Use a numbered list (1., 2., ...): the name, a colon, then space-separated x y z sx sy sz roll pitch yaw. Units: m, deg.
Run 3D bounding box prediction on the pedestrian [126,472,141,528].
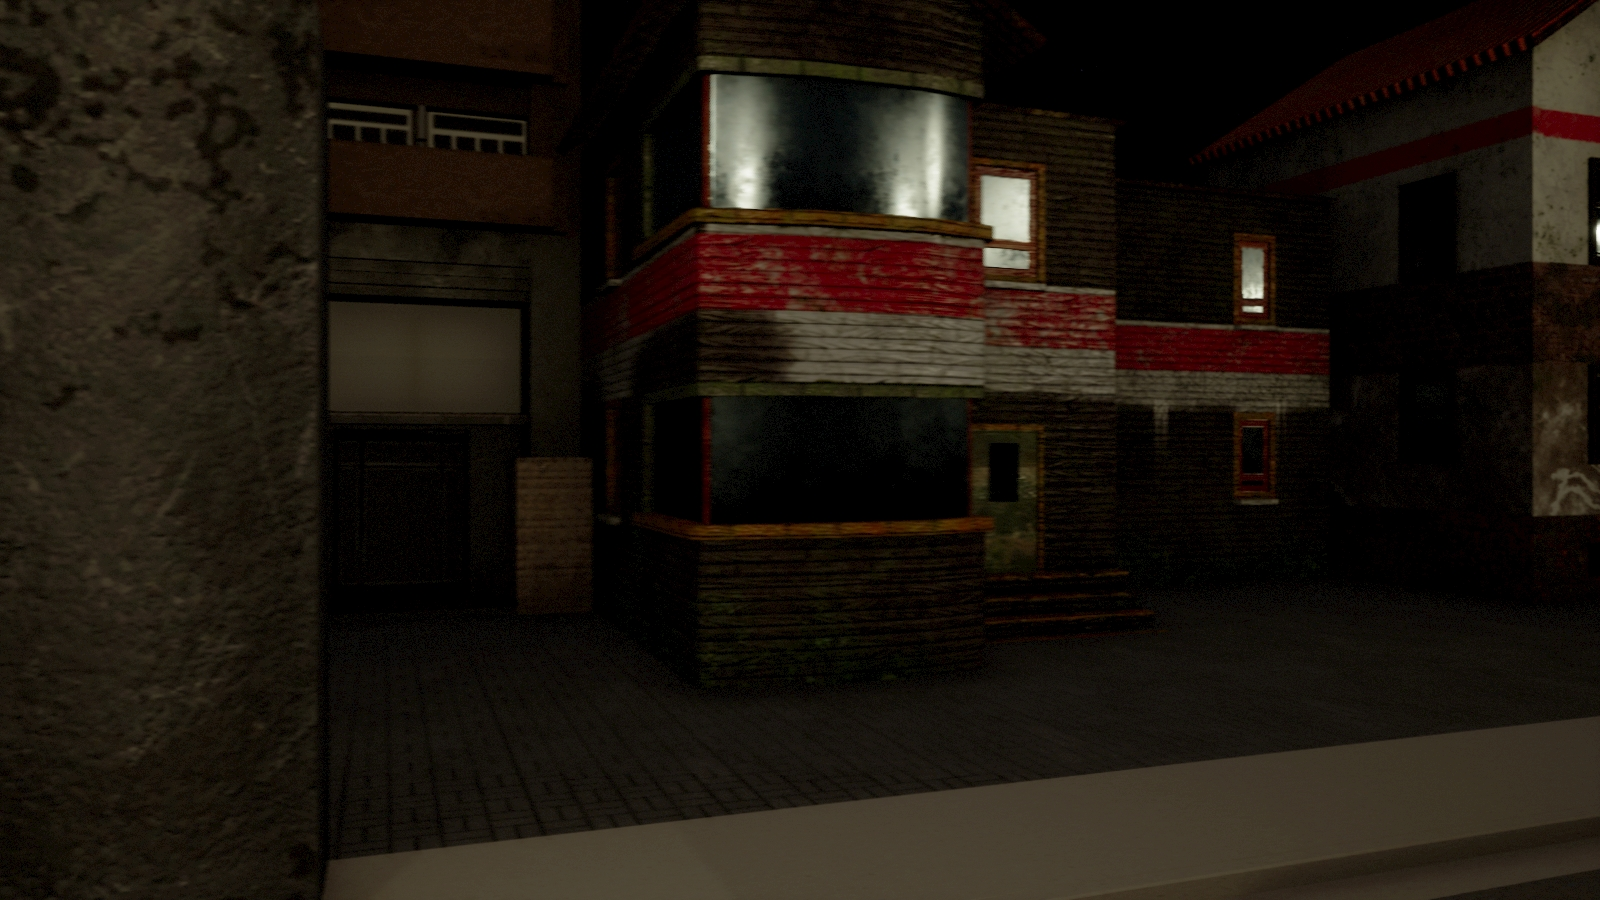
1. pedestrian: -22.687 1.700 38.895 0.375 1.860 0.375 0 0 -21
